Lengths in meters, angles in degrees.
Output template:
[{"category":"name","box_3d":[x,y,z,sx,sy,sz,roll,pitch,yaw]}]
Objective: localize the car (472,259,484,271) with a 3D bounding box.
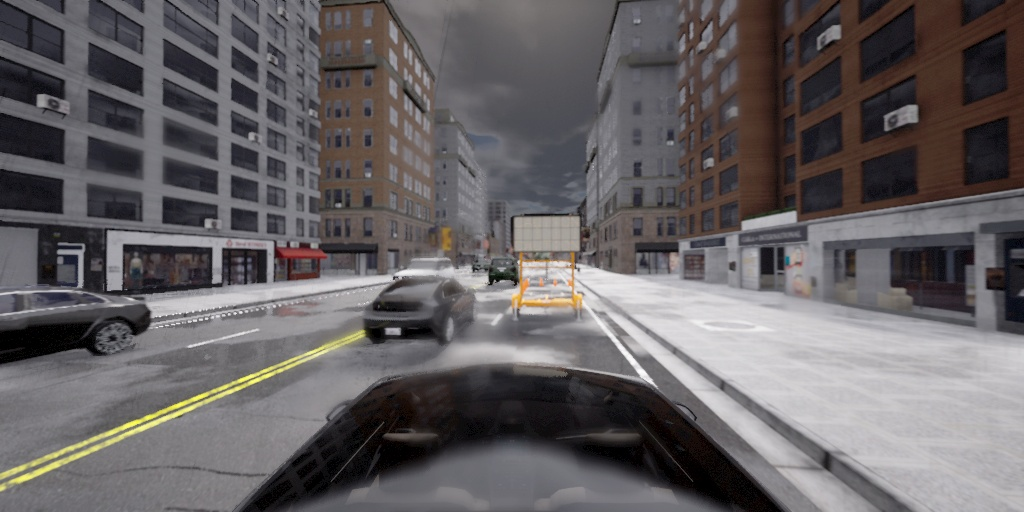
[{"category":"car","box_3d":[-4.552,1.438,54.503,2.150,2.045,5.566,0,0,5]}]

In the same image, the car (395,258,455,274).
[{"category":"car","box_3d":[-4.705,1.112,19.907,2.150,2.045,5.566,0,0,5]}]

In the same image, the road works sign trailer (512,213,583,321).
[{"category":"road works sign trailer","box_3d":[1.251,0.287,12.804,2.380,3.560,2.880,0,0,5]}]

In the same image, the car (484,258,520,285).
[{"category":"car","box_3d":[-0.466,1.154,27.962,2.150,2.045,5.566,0,0,5]}]

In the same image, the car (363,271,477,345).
[{"category":"car","box_3d":[-2.208,1.317,9.777,1.837,1.490,4.892,0,0,5]}]

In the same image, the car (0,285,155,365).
[{"category":"car","box_3d":[-9.287,1.302,6.140,2.128,1.511,4.902,0,0,5]}]
